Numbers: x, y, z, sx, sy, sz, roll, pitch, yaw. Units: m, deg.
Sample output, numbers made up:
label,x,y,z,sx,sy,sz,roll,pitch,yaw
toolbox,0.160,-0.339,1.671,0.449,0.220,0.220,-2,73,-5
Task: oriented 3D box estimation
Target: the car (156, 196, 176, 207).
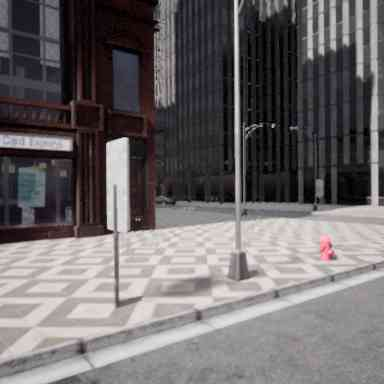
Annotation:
label,x,y,z,sx,sy,sz,roll,pitch,yaw
car,-4.148,1.352,49.379,1.837,1.490,4.892,-1,-1,-35
